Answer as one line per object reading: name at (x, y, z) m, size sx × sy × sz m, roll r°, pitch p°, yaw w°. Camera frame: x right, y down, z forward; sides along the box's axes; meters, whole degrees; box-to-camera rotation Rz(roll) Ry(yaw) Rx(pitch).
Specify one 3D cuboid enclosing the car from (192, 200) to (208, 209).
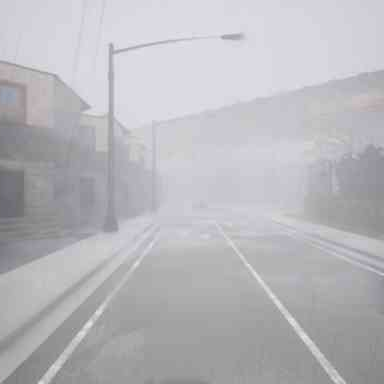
car at (1.225, 1.764, 47.571) m, size 1.895 × 1.301 × 4.718 m, roll 0°, pitch 0°, yaw 9°
